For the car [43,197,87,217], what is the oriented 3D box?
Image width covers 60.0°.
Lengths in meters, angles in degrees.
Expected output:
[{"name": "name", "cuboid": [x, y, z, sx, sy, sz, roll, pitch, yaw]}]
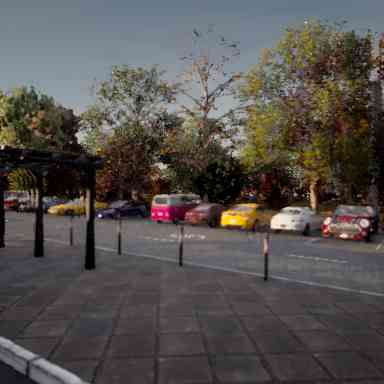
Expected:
[{"name": "car", "cuboid": [-10.037, 1.283, 29.624, 1.946, 1.575, 5.366, 1, 0, 35]}]

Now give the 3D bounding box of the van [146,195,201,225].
[{"name": "van", "cuboid": [-0.814, 1.177, 23.433, 1.878, 1.987, 4.442, 1, 0, 35]}]

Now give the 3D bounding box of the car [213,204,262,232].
[{"name": "car", "cuboid": [3.638, 1.462, 20.117, 2.097, 1.535, 5.008, 1, 0, 35]}]

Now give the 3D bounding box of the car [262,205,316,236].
[{"name": "car", "cuboid": [5.901, 1.533, 18.511, 2.002, 1.452, 4.674, 1, 0, 35]}]

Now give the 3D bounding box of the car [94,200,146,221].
[{"name": "car", "cuboid": [-5.423, 1.374, 26.533, 2.163, 1.488, 4.792, 1, 0, 35]}]

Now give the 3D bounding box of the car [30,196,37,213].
[{"name": "car", "cuboid": [-12.174, 1.286, 31.407, 2.163, 1.488, 4.792, 1, 0, 35]}]

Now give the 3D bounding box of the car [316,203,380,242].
[{"name": "car", "cuboid": [8.183, 1.397, 16.929, 2.185, 1.767, 4.553, 1, 0, 35]}]

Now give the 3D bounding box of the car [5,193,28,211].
[{"name": "car", "cuboid": [-16.710, 1.197, 34.605, 2.097, 1.535, 5.008, 1, 0, 35]}]

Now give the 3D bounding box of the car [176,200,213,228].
[{"name": "car", "cuboid": [1.376, 1.473, 21.729, 2.002, 1.452, 4.674, 1, 0, 35]}]

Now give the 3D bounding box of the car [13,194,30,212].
[{"name": "car", "cuboid": [-14.448, 1.228, 32.997, 2.231, 1.521, 4.892, 1, 0, 35]}]

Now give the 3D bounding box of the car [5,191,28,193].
[{"name": "car", "cuboid": [-21.252, 0.888, 37.794, 2.435, 2.045, 5.566, 1, 0, 35]}]
